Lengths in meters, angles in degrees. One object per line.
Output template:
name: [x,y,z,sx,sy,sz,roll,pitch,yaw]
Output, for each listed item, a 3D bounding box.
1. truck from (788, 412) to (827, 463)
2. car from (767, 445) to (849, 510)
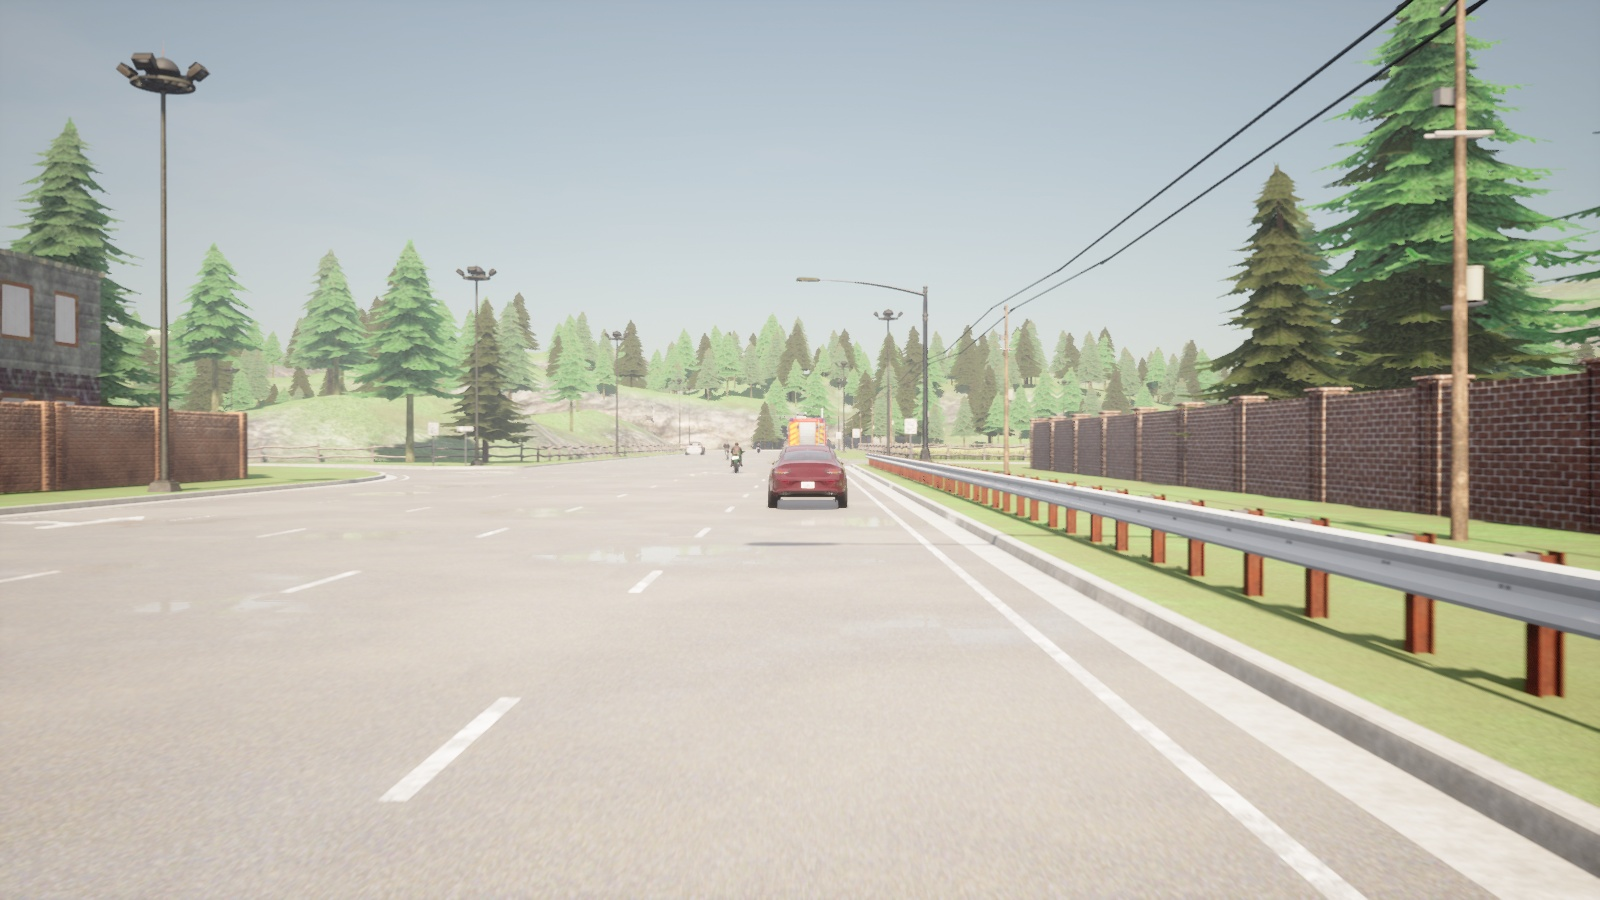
truck: [0.579,-0.975,98.852,2.891,3.827,8.468,0,0,0]
car: [0.188,0.602,30.308,1.812,1.442,4.674,0,0,0]
